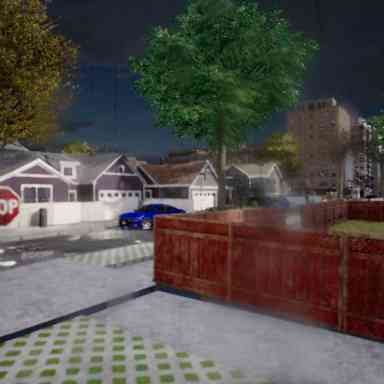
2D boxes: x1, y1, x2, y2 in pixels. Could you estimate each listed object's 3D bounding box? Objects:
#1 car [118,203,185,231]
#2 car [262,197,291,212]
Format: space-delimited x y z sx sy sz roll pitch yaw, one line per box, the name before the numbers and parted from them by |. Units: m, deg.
car | -2.440 1.492 21.043 1.882 1.535 5.008 0 0 36
car | 9.542 1.386 37.667 2.097 1.767 4.553 0 0 36
